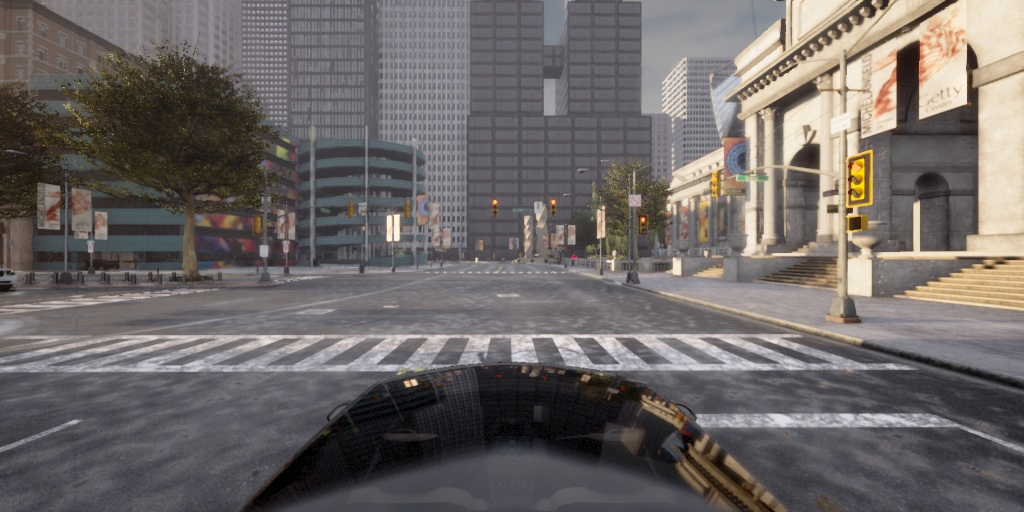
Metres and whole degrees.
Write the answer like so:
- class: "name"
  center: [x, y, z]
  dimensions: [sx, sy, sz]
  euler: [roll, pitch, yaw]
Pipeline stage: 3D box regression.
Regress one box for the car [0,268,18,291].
- class: "car"
  center: [-31.152, 0.970, 19.773]
  dimensions: [5.566, 2.045, 2.150]
  euler: [0, 0, 0]
